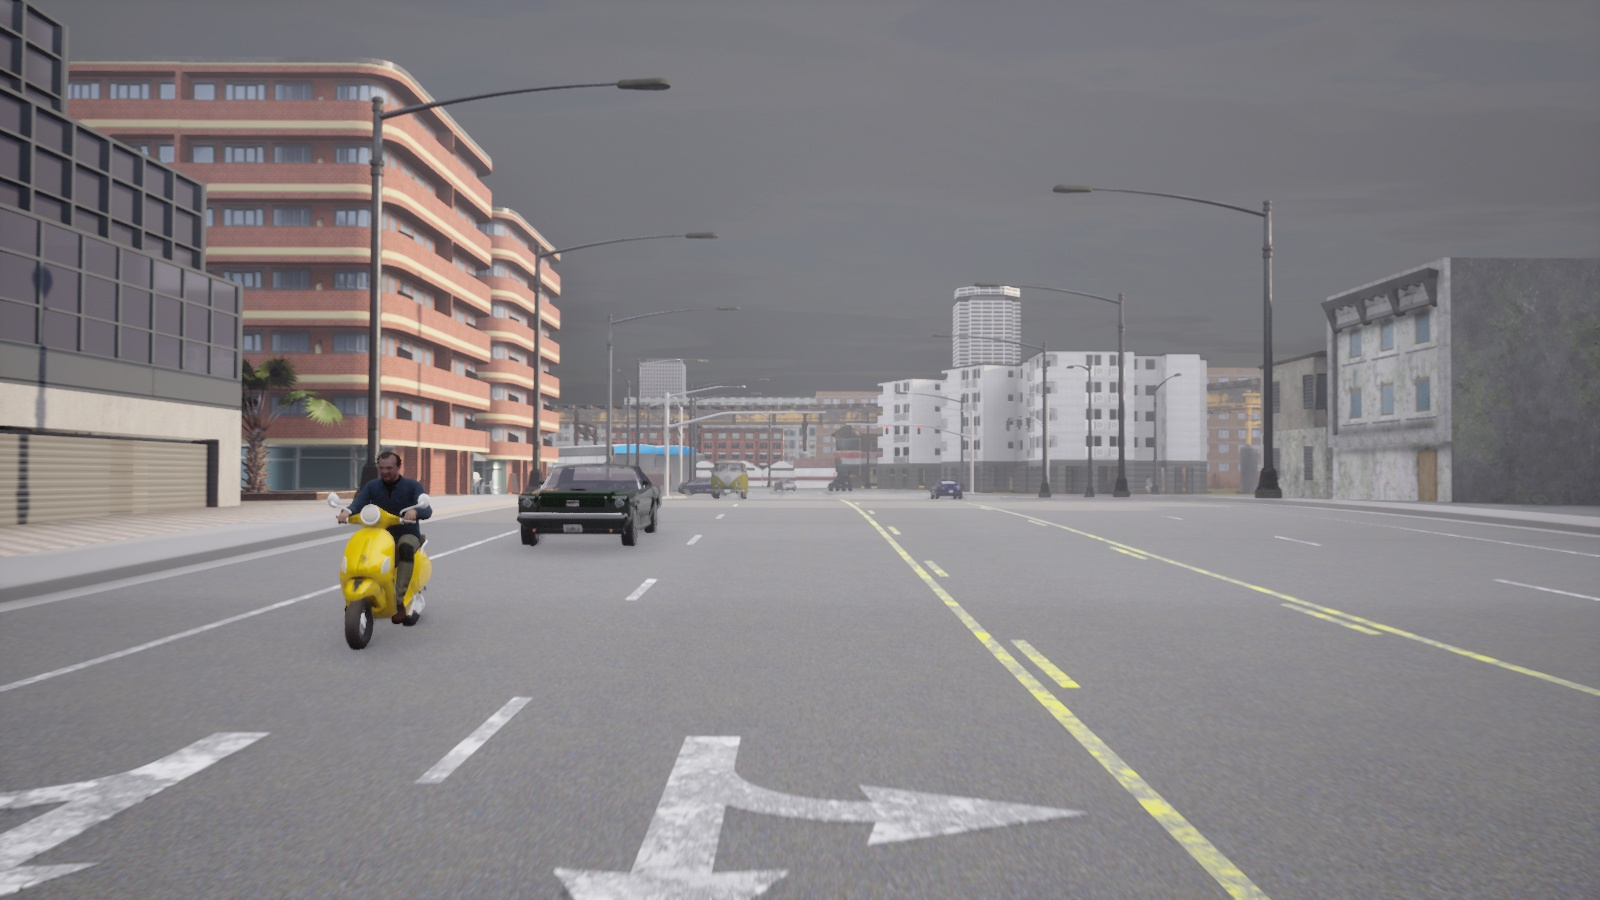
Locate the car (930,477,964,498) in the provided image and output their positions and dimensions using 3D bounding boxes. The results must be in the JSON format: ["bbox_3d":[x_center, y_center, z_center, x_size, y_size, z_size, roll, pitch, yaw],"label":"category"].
[{"bbox_3d":[10.294,2.667,88.112,1.812,1.442,4.674,0,-2,0],"label":"car"}]

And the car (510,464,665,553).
[{"bbox_3d":[-3.554,0.930,21.868,1.895,1.301,4.718,0,0,0],"label":"car"}]

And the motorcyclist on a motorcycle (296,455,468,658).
[{"bbox_3d":[-3.527,0.840,10.782,0.866,1.590,1.817,0,0,0],"label":"motorcyclist on a motorcycle"}]

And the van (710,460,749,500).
[{"bbox_3d":[-3.660,1.602,65.768,1.775,1.987,4.442,0,-2,0],"label":"van"}]
